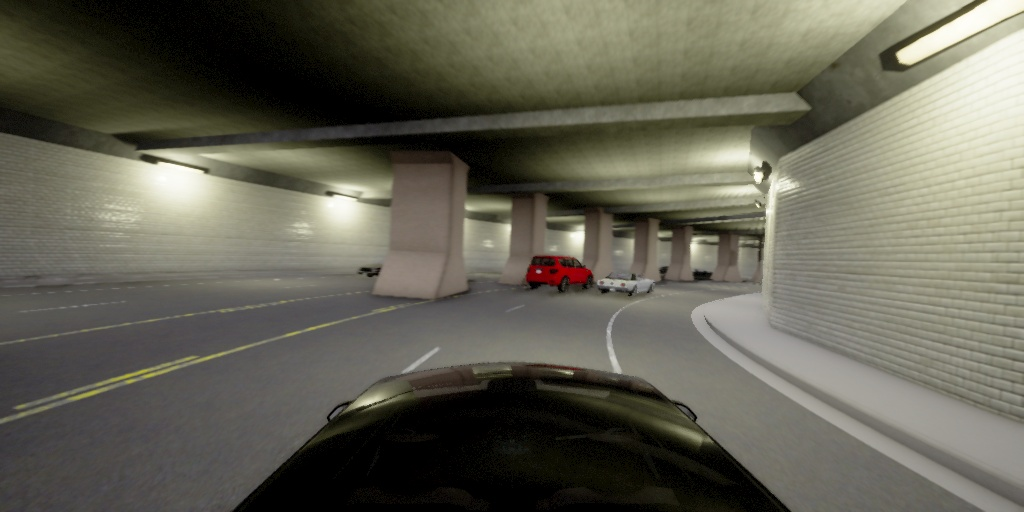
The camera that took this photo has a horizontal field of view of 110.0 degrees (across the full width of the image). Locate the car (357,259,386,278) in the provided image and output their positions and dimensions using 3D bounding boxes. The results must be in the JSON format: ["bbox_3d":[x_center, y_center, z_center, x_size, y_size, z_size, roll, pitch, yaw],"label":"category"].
[{"bbox_3d":[-7.792,0.789,24.628,2.033,1.411,5.357,3,0,31],"label":"car"}]

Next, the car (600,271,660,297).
[{"bbox_3d":[6.792,1.594,21.058,1.895,1.301,4.718,3,0,38],"label":"car"}]

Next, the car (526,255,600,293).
[{"bbox_3d":[3.022,1.021,21.787,2.150,2.045,5.566,3,0,36],"label":"car"}]

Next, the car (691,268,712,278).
[{"bbox_3d":[25.625,2.394,50.072,4.718,1.301,1.895,3,0,-28],"label":"car"}]

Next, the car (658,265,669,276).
[{"bbox_3d":[22.695,2.112,52.396,5.008,1.535,1.882,3,0,-29],"label":"car"}]
